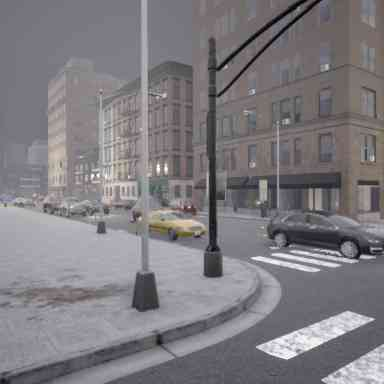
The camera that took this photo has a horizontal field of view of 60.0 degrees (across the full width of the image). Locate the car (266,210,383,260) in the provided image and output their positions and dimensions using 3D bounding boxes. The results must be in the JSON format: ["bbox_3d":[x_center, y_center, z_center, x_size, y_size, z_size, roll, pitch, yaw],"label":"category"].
[{"bbox_3d":[5.107,1.510,12.823,1.837,1.490,4.892,0,0,-36],"label":"car"}]

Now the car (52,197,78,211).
[{"bbox_3d":[-16.337,1.474,42.544,1.882,1.535,5.008,0,0,-36],"label":"car"}]

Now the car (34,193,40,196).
[{"bbox_3d":[-34.582,1.530,77.025,1.947,1.339,4.313,0,0,-36],"label":"car"}]

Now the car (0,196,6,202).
[{"bbox_3d":[-44.403,1.555,76.908,2.008,1.369,4.403,0,0,-36],"label":"car"}]

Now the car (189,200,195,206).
[{"bbox_3d":[-1.390,1.413,31.155,1.967,1.590,4.097,0,0,-36],"label":"car"}]

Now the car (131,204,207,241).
[{"bbox_3d":[-1.154,1.541,17.140,1.752,1.417,4.829,0,0,-36],"label":"car"}]

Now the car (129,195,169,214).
[{"bbox_3d":[-4.710,1.287,35.742,2.192,1.841,5.009,0,0,-36],"label":"car"}]

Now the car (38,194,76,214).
[{"bbox_3d":[-14.531,1.326,35.625,2.192,1.841,5.009,0,0,-36],"label":"car"}]

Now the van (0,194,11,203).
[{"bbox_3d":[-37.765,1.346,67.733,1.690,1.788,3.998,0,0,-36],"label":"van"}]

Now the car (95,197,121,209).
[{"bbox_3d":[-11.447,1.495,45.054,1.752,1.417,4.829,0,0,-36],"label":"car"}]

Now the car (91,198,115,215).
[{"bbox_3d":[-9.803,1.506,33.434,1.837,1.490,4.892,0,0,-36],"label":"car"}]

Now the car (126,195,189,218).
[{"bbox_3d":[-2.529,1.353,23.367,2.097,1.767,4.553,0,0,-36],"label":"car"}]

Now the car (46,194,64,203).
[{"bbox_3d":[-27.944,1.280,67.850,2.192,1.841,5.009,0,0,-36],"label":"car"}]

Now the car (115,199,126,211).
[{"bbox_3d":[-8.029,1.536,40.330,1.947,1.339,4.313,0,0,-36],"label":"car"}]

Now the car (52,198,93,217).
[{"bbox_3d":[-11.211,1.563,31.038,2.008,1.369,4.403,0,0,-36],"label":"car"}]

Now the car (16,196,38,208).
[{"bbox_3d":[-24.488,1.590,49.387,1.802,1.307,4.206,0,0,-36],"label":"car"}]

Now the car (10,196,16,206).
[{"bbox_3d":[-27.707,1.532,53.836,1.752,1.417,4.829,0,0,-36],"label":"car"}]

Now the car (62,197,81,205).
[{"bbox_3d":[-21.305,1.517,58.677,2.008,1.369,4.403,0,0,-36],"label":"car"}]
